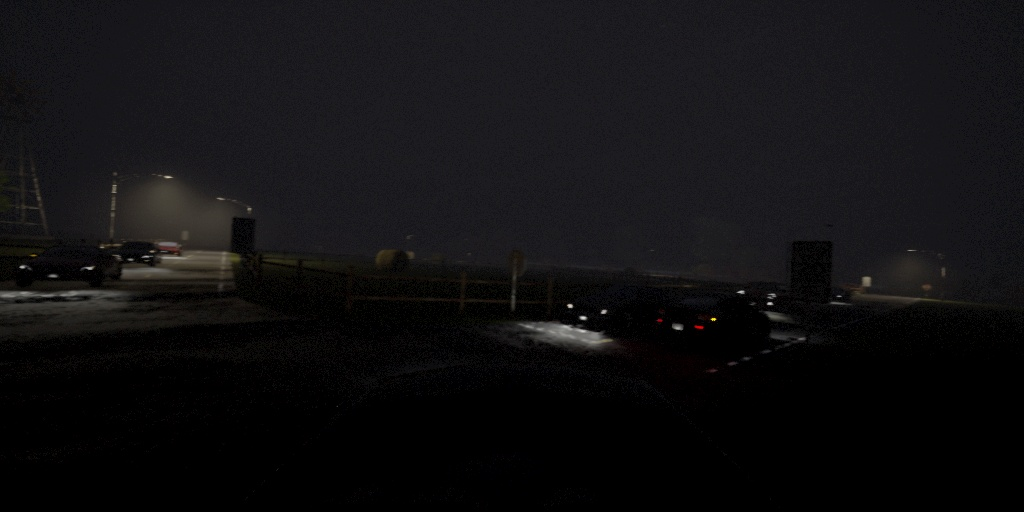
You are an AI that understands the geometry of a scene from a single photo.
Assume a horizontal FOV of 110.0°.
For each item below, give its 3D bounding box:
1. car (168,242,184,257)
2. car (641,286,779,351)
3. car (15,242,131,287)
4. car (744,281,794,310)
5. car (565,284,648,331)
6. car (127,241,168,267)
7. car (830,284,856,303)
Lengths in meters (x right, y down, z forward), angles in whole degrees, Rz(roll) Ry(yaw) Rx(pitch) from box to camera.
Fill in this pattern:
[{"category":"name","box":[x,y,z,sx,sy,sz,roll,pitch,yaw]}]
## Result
[{"category":"car","box":[-32.937,-0.655,34.399,1.994,1.385,4.181,4,0,-38]},{"category":"car","box":[6.029,1.776,10.669,4.674,1.442,1.812,4,-1,-39]},{"category":"car","box":[-16.384,0.287,13.549,1.812,1.442,4.674,4,0,-38]},{"category":"car","box":[15.904,2.396,22.461,4.553,1.767,2.097,4,-1,-39]},{"category":"car","box":[4.358,1.731,13.020,5.357,1.411,2.033,4,-1,-38]},{"category":"car","box":[-23.758,-0.174,22.847,1.837,1.490,4.892,4,1,-39]},{"category":"car","box":[32.299,3.807,35.819,5.357,1.411,2.033,4,-1,-39]}]
